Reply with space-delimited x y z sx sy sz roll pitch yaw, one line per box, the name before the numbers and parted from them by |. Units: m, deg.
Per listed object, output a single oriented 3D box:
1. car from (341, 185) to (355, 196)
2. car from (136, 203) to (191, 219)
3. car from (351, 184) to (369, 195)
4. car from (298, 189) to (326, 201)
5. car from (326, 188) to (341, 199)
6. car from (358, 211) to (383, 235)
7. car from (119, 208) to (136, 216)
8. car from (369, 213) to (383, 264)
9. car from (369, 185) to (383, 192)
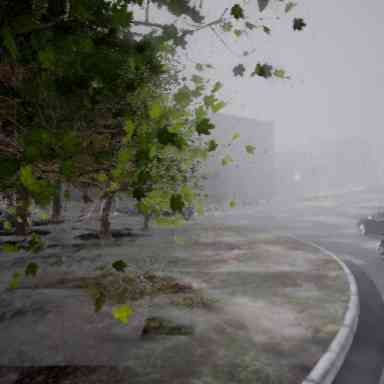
car | 28.786 0.019 64.437 5.366 1.575 1.946 -4 2 -40
car | -2.266 1.519 31.505 5.566 2.045 2.150 0 -1 32
car | 33.226 -0.546 68.148 5.566 2.045 2.435 -4 2 -40
car | 20.316 0.624 57.369 5.366 1.575 1.946 -4 2 -40
car | 24.553 0.320 60.899 5.366 1.575 1.946 -4 2 -40
car | 10.437 1.658 17.067 1.837 1.490 4.892 0 -1 -2
car | -5.240 1.889 36.380 5.357 1.411 2.033 -1 -1 17
car | 6.495 1.575 9.056 2.128 1.511 4.902 0 0 20
car | 41.698 -0.868 75.235 4.792 1.488 2.163 -4 2 -40
